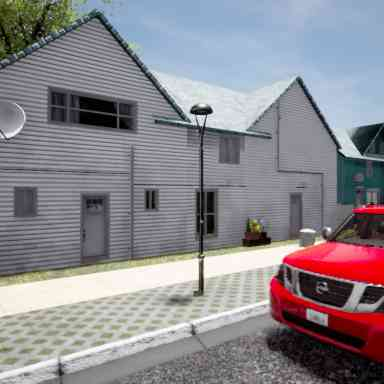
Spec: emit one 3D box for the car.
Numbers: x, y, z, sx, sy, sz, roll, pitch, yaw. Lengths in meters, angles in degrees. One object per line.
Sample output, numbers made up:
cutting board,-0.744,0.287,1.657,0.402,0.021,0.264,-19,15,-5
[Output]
car,3.823,1.223,5.783,5.566,2.045,2.150,0,0,-35
